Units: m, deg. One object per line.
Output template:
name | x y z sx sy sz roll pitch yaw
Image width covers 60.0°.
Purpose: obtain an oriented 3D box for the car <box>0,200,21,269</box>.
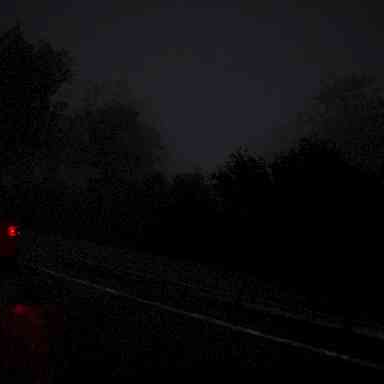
car | -7.211 1.212 10.129 5.566 2.045 2.150 0 0 42
